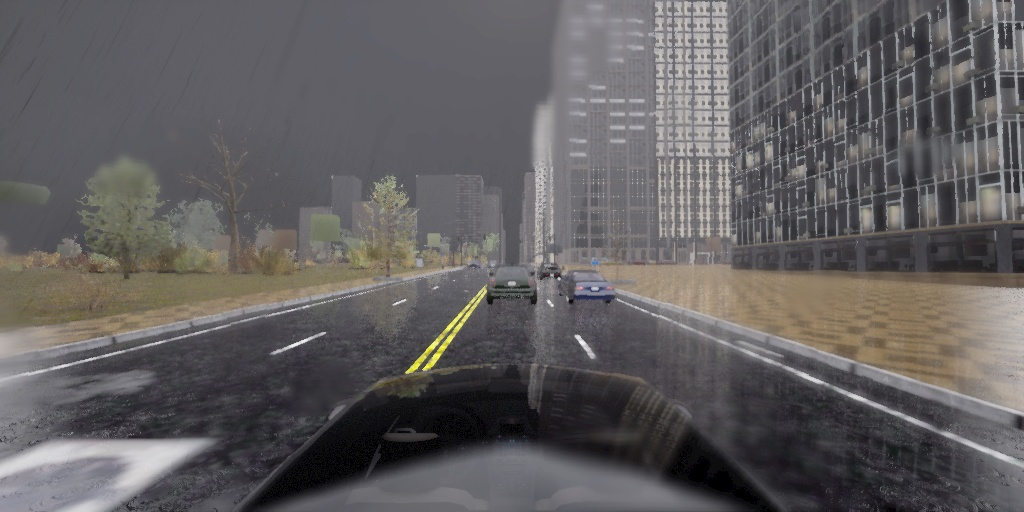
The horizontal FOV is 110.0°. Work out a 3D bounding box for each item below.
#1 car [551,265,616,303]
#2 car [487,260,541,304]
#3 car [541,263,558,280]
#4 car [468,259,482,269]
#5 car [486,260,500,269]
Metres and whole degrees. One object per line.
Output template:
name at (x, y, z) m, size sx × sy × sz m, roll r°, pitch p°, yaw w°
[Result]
car at (3.250, 1.331, 16.547) m, size 2.033 × 1.411 × 5.357 m, roll 0°, pitch 0°, yaw 0°
car at (0.000, 1.134, 16.518) m, size 2.097 × 1.767 × 4.553 m, roll 0°, pitch 0°, yaw 0°
car at (3.250, 1.327, 31.555) m, size 1.837 × 1.490 × 4.892 m, roll 0°, pitch 0°, yaw 0°
car at (-6.501, 1.347, 62.560) m, size 2.097 × 1.767 × 4.553 m, roll 0°, pitch 0°, yaw 0°
car at (-3.251, 1.463, 62.530) m, size 2.128 × 1.511 × 4.902 m, roll 0°, pitch 0°, yaw 0°
